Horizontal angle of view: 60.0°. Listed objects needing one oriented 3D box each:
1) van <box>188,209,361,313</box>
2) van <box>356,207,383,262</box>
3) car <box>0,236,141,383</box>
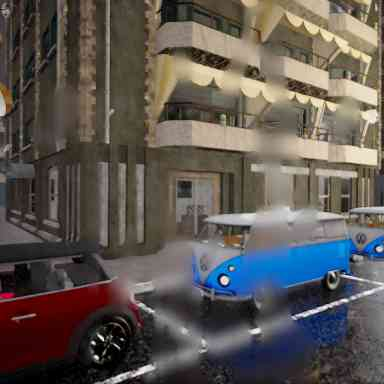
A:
[{"bbox_3d":[1.832,1.352,7.408,3.998,1.788,1.690,0,0,-36],"label":"van"},{"bbox_3d":[6.460,1.364,10.719,3.998,1.788,1.690,0,0,-36],"label":"van"},{"bbox_3d":[-2.796,1.440,4.098,4.097,1.590,1.967,0,0,-36],"label":"car"}]
